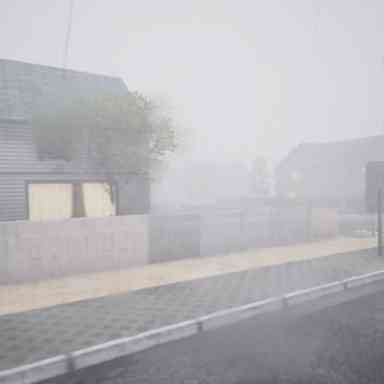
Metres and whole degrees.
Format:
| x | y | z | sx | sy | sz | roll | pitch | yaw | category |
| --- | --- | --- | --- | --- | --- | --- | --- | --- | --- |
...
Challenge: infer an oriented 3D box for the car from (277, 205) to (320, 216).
| x | y | z | sx | sy | sz | roll | pitch | yaw | category |
| --- | --- | --- | --- | --- | --- | --- | --- | --- | --- |
| 7.411 | 1.679 | 24.546 | 1.994 | 1.385 | 4.181 | -2 | 0 | -32 | car |
